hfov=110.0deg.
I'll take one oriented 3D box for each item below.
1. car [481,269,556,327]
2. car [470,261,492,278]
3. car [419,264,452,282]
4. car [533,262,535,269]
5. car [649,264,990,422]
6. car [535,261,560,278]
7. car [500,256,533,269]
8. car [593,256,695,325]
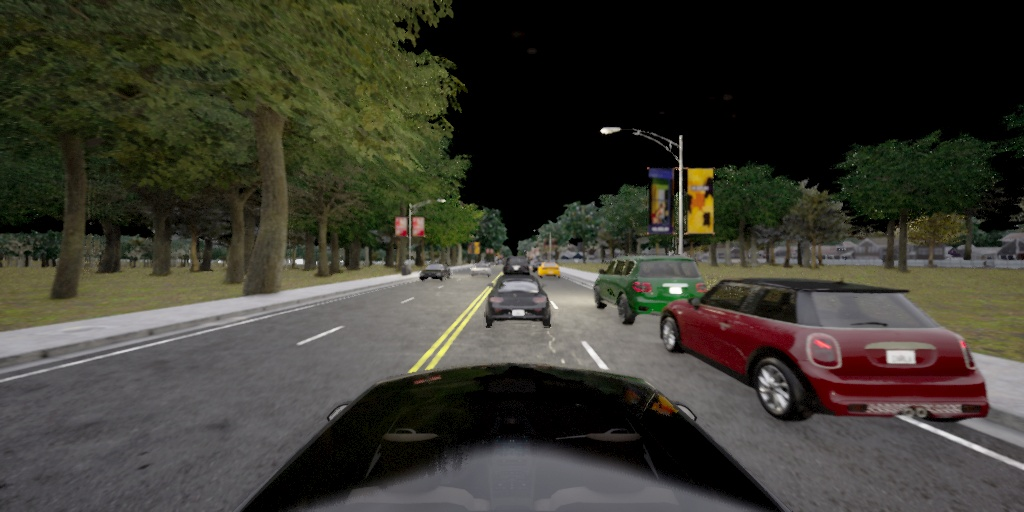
[{"bbox_3d":[0.178,1.298,11.476,1.812,1.442,4.674,0,0,0],"label":"car"},{"bbox_3d":[-3.049,1.453,36.107,1.895,1.301,4.718,0,0,1],"label":"car"},{"bbox_3d":[-6.354,1.365,30.360,2.033,1.411,5.357,0,0,0],"label":"car"},{"bbox_3d":[3.677,1.436,48.284,1.837,1.490,4.892,0,0,1],"label":"car"},{"bbox_3d":[4.254,1.122,6.029,2.097,1.767,4.553,0,0,1],"label":"car"},{"bbox_3d":[3.579,1.345,35.186,1.882,1.535,5.008,0,0,1],"label":"car"},{"bbox_3d":[0.344,1.057,30.047,2.150,2.045,5.566,0,0,1],"label":"car"},{"bbox_3d":[4.309,1.011,12.089,2.150,2.045,5.566,0,0,1],"label":"car"}]
